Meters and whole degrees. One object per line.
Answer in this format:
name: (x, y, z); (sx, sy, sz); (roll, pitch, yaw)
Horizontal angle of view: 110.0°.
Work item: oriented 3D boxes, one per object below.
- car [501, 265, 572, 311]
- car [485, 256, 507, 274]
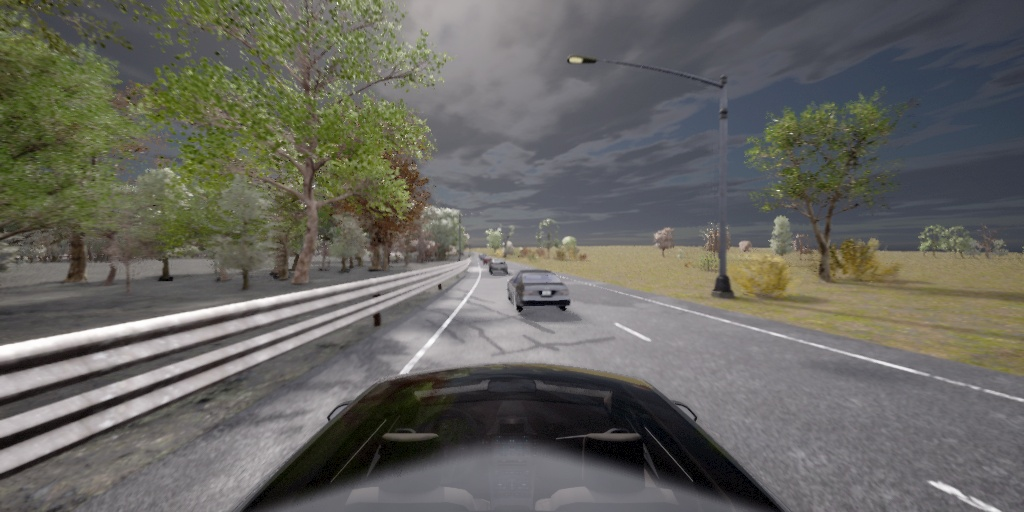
car: (0.878, 1.235, 14.139); (2.033, 1.411, 5.357); (0, 0, -6)
car: (-1.504, 1.048, 38.022); (2.128, 1.511, 4.902); (0, 0, -6)
